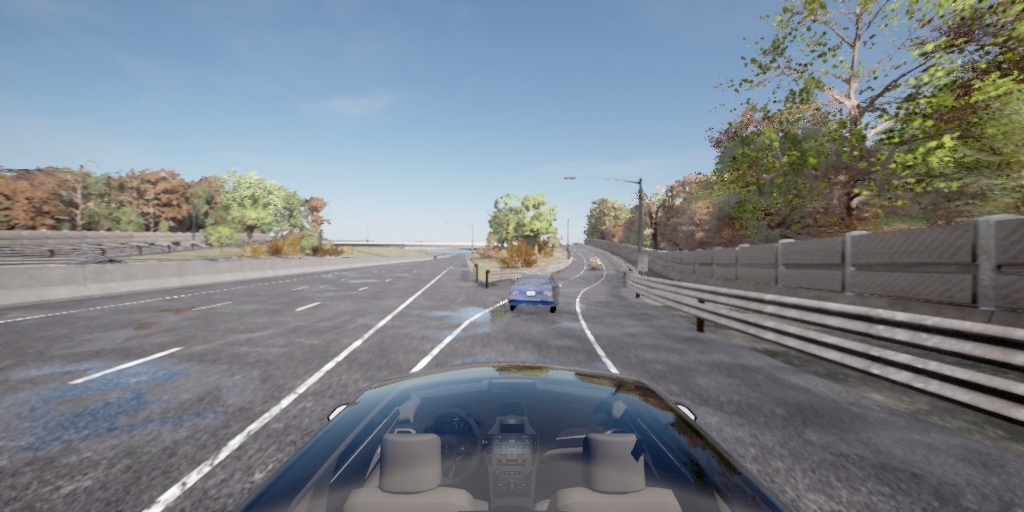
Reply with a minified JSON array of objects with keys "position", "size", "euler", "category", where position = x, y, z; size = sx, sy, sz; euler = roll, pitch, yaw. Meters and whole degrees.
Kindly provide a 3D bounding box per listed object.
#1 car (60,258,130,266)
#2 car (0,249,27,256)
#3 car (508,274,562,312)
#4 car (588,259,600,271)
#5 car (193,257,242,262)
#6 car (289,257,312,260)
[{"position":[-32.600,0.910,28.000],"size":[1.837,1.490,4.892],"euler":[1,0,-7],"category":"car"},{"position":[-52.504,-0.035,36.922],"size":[1.994,1.385,4.181],"euler":[0,2,-29],"category":"car"},{"position":[1.088,1.493,15.307],"size":[2.033,1.411,5.357],"euler":[1,-2,9],"category":"car"},{"position":[14.104,1.746,61.406],"size":[2.033,1.411,5.357],"euler":[1,2,13],"category":"car"},{"position":[-25.857,0.963,30.448],"size":[2.128,1.511,4.902],"euler":[1,0,-7],"category":"car"},{"position":[-28.258,1.011,49.317],"size":[1.994,1.385,4.181],"euler":[1,0,-7],"category":"car"}]
